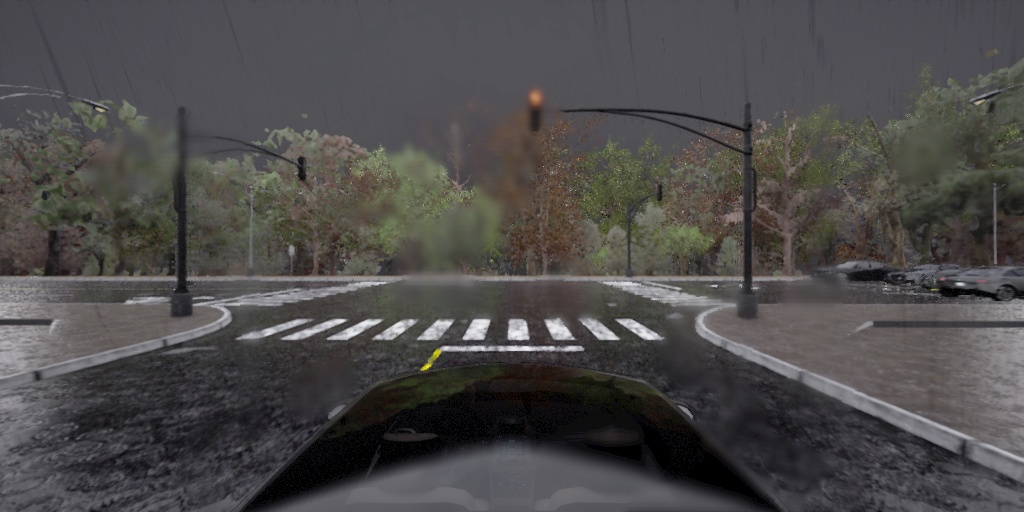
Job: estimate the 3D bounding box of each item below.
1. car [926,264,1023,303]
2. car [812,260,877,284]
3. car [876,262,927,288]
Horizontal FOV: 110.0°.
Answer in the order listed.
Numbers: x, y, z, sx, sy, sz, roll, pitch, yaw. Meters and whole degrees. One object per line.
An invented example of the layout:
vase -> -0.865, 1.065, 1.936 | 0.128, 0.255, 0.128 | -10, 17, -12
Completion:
car -> 20.172, 1.112, 14.536 | 4.181, 1.385, 1.994 | 0, 0, 1
car -> 23.285, 1.058, 24.329 | 5.008, 1.535, 1.882 | 0, 0, 1
car -> 24.678, 1.130, 21.052 | 4.181, 1.385, 1.994 | 0, 0, 1
